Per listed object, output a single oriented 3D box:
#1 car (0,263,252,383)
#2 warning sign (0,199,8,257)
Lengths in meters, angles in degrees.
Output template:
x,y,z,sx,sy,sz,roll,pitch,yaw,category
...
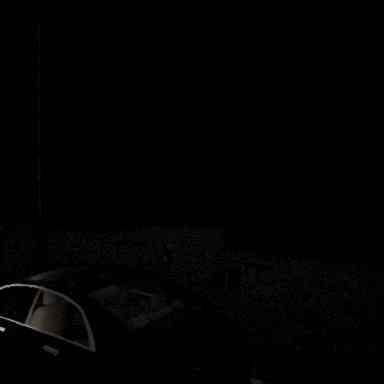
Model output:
x,y,z,sx,sy,sz,roll,pitch,yaw,category
-1.465,1.568,4.009,4.403,1.369,2.008,0,0,35,car
-6.861,1.173,10.685,1.060,1.860,1.300,0,0,35,warning sign
